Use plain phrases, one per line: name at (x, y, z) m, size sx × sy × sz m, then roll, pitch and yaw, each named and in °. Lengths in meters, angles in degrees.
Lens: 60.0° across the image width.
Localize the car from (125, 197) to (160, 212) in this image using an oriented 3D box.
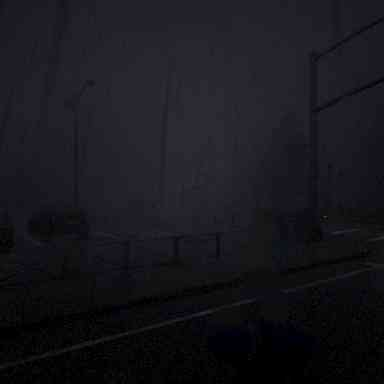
car at (-5.438, 1.498, 38.152) m, size 1.837 × 1.490 × 4.892 m, roll 0°, pitch 0°, yaw -36°

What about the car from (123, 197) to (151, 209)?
car at (-7.931, 1.470, 47.638) m, size 1.882 × 1.535 × 5.008 m, roll 0°, pitch 0°, yaw -36°

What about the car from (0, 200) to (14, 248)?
car at (-8.748, 1.330, 13.523) m, size 2.152 × 1.636 × 5.027 m, roll 0°, pitch 0°, yaw -36°

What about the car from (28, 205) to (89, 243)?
car at (-6.233, 1.338, 15.399) m, size 2.007 × 1.523 × 4.514 m, roll 0°, pitch 0°, yaw -36°

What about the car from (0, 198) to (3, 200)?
car at (-21.457, 1.372, 36.518) m, size 1.845 × 1.501 × 3.633 m, roll 0°, pitch 0°, yaw -36°

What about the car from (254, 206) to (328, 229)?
car at (6.413, 1.595, 21.954) m, size 1.895 × 1.301 × 4.718 m, roll 0°, pitch 0°, yaw -35°
